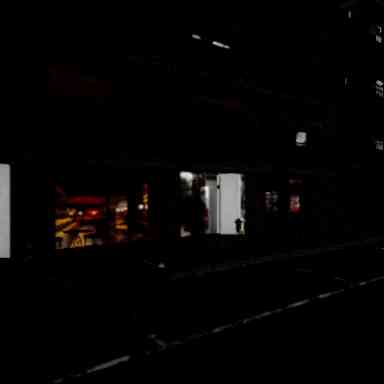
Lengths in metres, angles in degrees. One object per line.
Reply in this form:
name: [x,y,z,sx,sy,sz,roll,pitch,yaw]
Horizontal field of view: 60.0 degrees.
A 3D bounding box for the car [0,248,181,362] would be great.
car: [-2.128,1.577,5.041,4.206,1.307,1.802,0,0,-35]
